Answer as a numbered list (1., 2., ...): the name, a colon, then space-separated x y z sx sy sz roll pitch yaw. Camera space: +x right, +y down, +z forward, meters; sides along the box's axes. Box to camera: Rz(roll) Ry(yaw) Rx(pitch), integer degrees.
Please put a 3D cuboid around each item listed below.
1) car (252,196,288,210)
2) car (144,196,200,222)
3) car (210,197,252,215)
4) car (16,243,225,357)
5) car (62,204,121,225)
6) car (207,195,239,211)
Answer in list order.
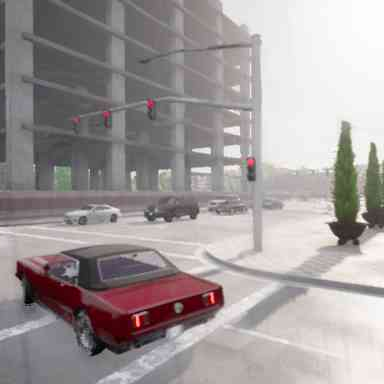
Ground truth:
1. car: 10.487 1.652 44.284 2.033 1.411 5.357 0 0 36
2. car: -1.545 1.331 27.701 2.150 2.045 5.566 0 0 36
3. car: 4.252 1.612 35.696 1.837 1.490 4.892 0 0 36
4. car: -1.721 1.632 6.203 1.895 1.301 4.718 0 0 -42
5. car: -7.540 1.659 25.386 1.812 1.442 4.674 0 0 36
6. car: 4.060 1.351 41.396 2.150 2.045 5.566 0 0 36
